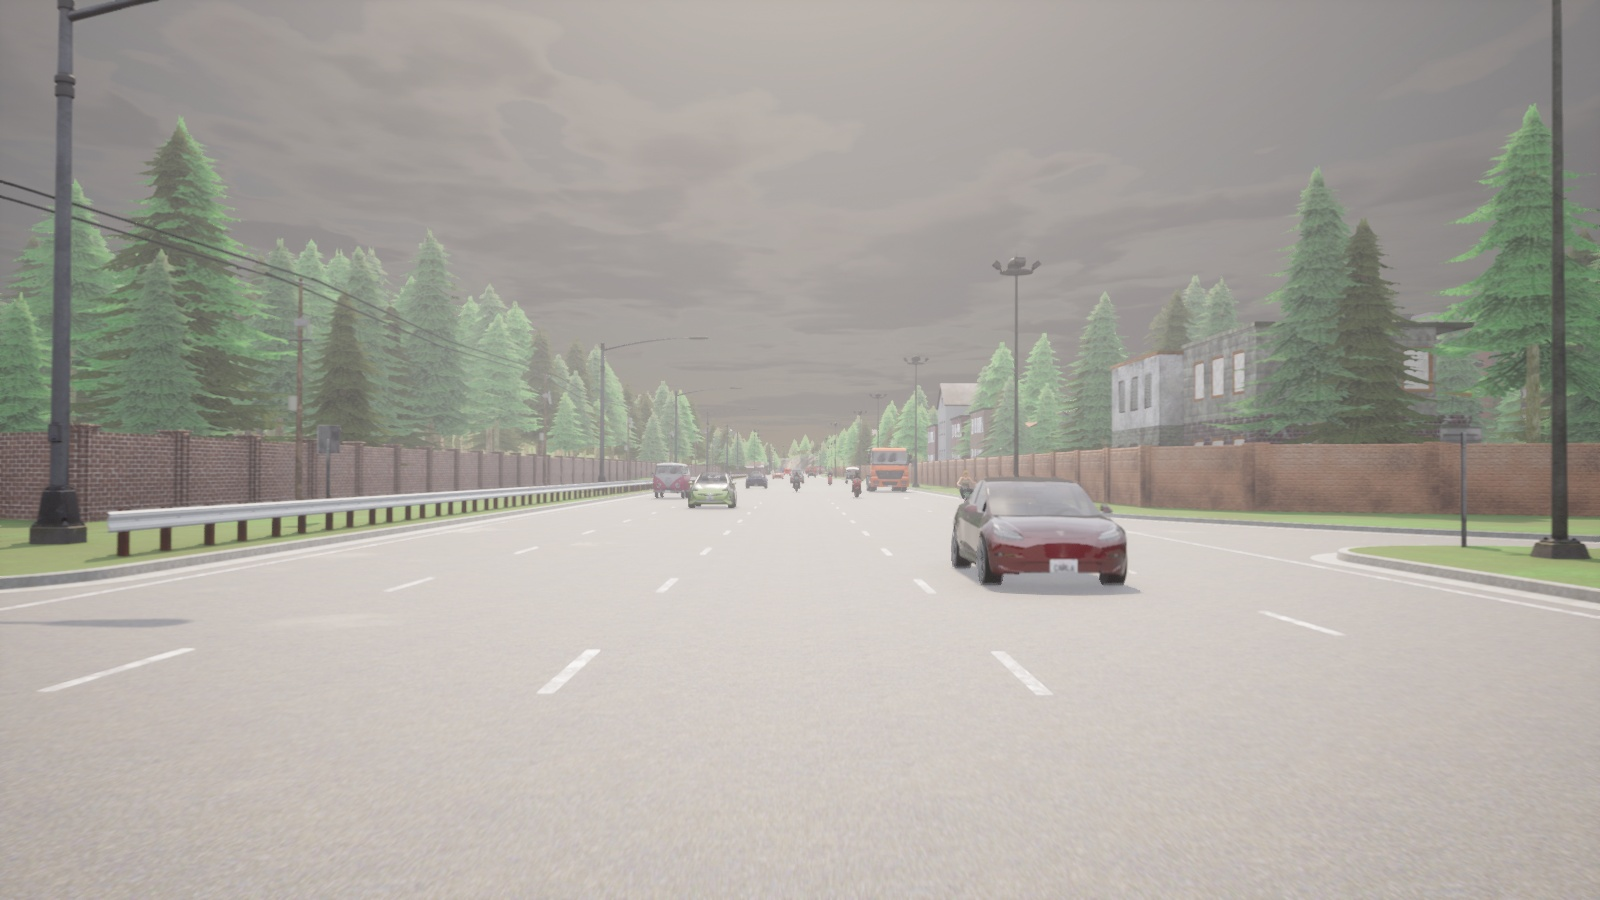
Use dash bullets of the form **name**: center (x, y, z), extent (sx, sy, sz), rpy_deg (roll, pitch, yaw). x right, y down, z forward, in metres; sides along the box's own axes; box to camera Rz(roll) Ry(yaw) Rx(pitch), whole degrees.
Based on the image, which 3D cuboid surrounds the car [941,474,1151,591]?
- **car**: center (3.453, 1.113, 18.671), extent (2.163, 1.488, 4.792), rpy_deg (0, -1, 0)

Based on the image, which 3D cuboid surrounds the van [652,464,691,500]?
- **van**: center (-7.176, 1.778, 70.588), extent (1.775, 1.987, 4.442), rpy_deg (0, -1, 0)

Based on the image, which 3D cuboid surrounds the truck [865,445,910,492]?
- **truck**: center (6.753, 1.447, 98.076), extent (2.891, 3.462, 7.936), rpy_deg (0, -1, 0)

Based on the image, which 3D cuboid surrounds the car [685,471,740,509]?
- **car**: center (-3.632, 1.664, 53.032), extent (2.007, 1.525, 4.514), rpy_deg (0, -1, 0)
